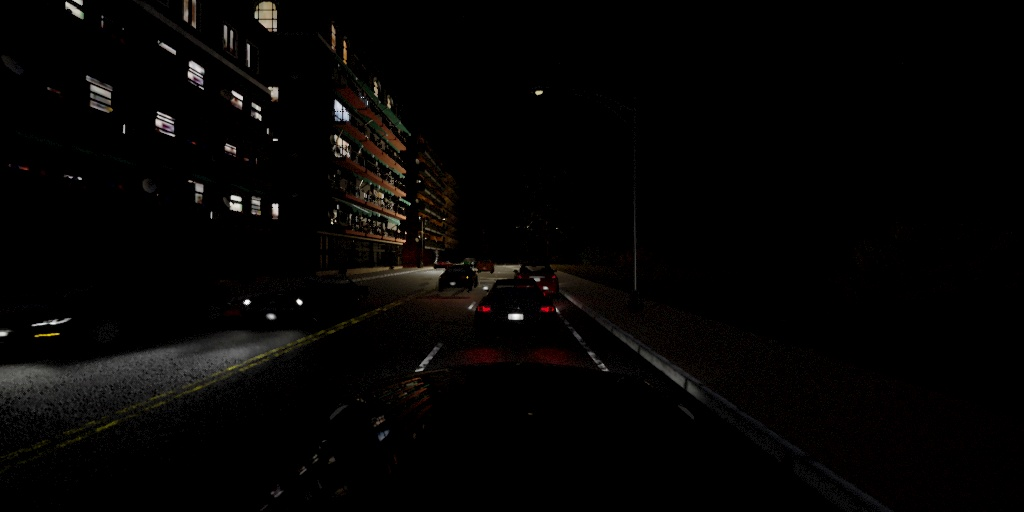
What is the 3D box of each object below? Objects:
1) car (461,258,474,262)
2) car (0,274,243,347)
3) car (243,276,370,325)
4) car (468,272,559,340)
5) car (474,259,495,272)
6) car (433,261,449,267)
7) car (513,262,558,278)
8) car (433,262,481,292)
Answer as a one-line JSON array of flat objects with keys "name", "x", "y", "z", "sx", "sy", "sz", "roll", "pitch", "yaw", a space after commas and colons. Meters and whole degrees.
[{"name": "car", "x": -6.553, "y": 1.103, "z": 54.641, "sx": 2.097, "sy": 1.767, "sz": 4.553, "roll": 0, "pitch": 0, "yaw": 0}, {"name": "car", "x": -9.846, "y": 1.256, "z": 9.354, "sx": 1.837, "sy": 1.490, "sz": 4.892, "roll": 0, "pitch": 0, "yaw": 0}, {"name": "car", "x": -6.591, "y": 1.352, "z": 12.037, "sx": 1.895, "sy": 1.301, "sz": 4.718, "roll": 0, "pitch": 0, "yaw": 0}, {"name": "car", "x": 0.100, "y": 1.315, "z": 9.944, "sx": 1.994, "sy": 1.385, "sz": 4.181, "roll": 0, "pitch": 0, "yaw": 0}, {"name": "car", "x": -3.121, "y": 1.229, "z": 43.167, "sx": 1.882, "sy": 1.535, "sz": 5.008, "roll": 0, "pitch": 0, "yaw": 0}, {"name": "car", "x": -9.813, "y": 1.351, "z": 50.765, "sx": 1.895, "sy": 1.301, "sz": 4.718, "roll": 0, "pitch": 0, "yaw": 0}, {"name": "car", "x": 1.148, "y": 1.103, "z": 18.524, "sx": 2.097, "sy": 1.767, "sz": 4.553, "roll": 0, "pitch": 0, "yaw": 0}, {"name": "car", "x": -3.139, "y": 1.278, "z": 21.323, "sx": 1.812, "sy": 1.442, "sz": 4.674, "roll": 0, "pitch": 0, "yaw": 0}]
